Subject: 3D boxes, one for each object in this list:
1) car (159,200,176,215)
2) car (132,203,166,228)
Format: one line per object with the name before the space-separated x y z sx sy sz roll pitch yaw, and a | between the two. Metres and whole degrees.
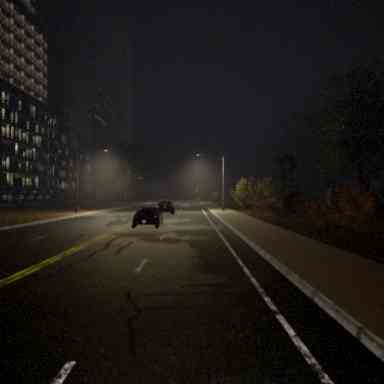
car | -3.146 1.786 40.825 2.097 1.767 4.553 0 -1 0
car | -3.149 1.783 24.128 1.812 1.442 4.674 0 0 0
